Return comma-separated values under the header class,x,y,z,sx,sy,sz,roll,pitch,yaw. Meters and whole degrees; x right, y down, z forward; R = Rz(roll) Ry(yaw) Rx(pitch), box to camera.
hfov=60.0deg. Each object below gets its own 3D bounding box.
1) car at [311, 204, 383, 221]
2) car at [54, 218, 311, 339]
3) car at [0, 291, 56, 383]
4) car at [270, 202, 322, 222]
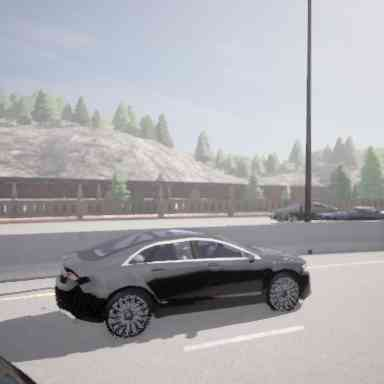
class,x,y,z,sx,sy,sz,roll,pitch,yaw
car,10.133,1.573,20.770,4.718,1.301,1.895,0,0,-13
car,0.002,1.479,6.390,4.902,1.511,2.128,0,0,-22
car,-3.180,1.494,1.247,4.902,1.511,2.128,0,0,-25
car,8.002,1.465,23.803,4.902,1.511,2.128,0,0,-13
